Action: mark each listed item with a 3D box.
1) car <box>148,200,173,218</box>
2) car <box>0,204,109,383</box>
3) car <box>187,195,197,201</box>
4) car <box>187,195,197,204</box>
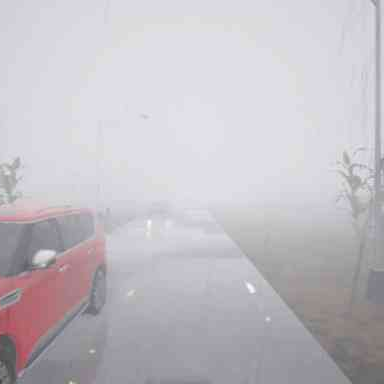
[{"bbox_3d":[-2.784,1.476,30.199,1.882,1.535,5.008,0,0,1],"label":"car"},{"bbox_3d":[-2.770,1.226,4.610,2.150,2.045,5.566,0,0,1],"label":"car"},{"bbox_3d":[0.010,1.296,74.565,1.994,1.385,4.181,0,0,0],"label":"car"},{"bbox_3d":[0.009,1.455,64.197,2.128,1.511,4.902,0,0,0],"label":"car"}]
